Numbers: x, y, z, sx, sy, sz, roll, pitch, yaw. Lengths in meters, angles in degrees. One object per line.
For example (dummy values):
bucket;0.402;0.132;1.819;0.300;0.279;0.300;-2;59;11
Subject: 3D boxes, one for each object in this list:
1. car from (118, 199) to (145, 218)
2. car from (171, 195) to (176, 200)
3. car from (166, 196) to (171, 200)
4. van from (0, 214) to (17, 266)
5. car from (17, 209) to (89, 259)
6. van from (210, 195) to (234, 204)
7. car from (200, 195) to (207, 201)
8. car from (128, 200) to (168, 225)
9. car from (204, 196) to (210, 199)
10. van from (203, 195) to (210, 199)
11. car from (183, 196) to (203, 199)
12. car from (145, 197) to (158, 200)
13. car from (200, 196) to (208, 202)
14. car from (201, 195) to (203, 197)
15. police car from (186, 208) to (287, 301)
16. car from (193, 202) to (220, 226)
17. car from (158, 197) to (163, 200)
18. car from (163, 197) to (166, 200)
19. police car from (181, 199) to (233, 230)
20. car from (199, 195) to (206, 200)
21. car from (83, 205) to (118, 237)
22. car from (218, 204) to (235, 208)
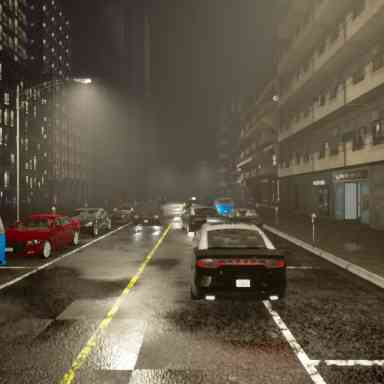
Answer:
car;-5.629;1.447;29.137;1.967;1.590;4.097;0;0;0
car;-5.479;1.662;95.411;1.947;1.339;4.313;0;0;0
car;-5.554;1.605;62.273;1.947;1.339;4.313;0;0;0
van;-5.679;1.341;7.044;1.690;1.788;3.998;0;0;0
car;-5.666;1.545;12.567;1.887;1.381;4.507;0;0;0
van;2.751;1.348;29.117;1.690;1.788;3.998;0;0;0
car;2.876;1.600;84.515;1.752;1.417;4.829;0;0;0
car;-3.046;1.552;24.709;2.033;1.411;5.357;0;0;0
car;2.777;1.561;40.162;1.887;1.381;4.507;0;0;0
van;2.789;1.363;45.684;1.690;1.788;3.998;0;0;0
car;0.132;1.621;44.272;1.895;1.301;4.718;0;0;1
car;-5.604;1.567;40.181;2.008;1.369;4.403;0;0;0
car;2.865;1.590;78.991;1.752;1.417;4.829;0;0;0
car;2.852;1.621;73.299;1.947;1.339;4.313;0;0;0
police car;0.918;1.425;8.514;1.930;1.638;5.238;0;0;0
car;0.954;1.530;24.405;1.812;1.442;4.674;0;0;0
car;-5.591;1.573;45.704;2.008;1.369;4.403;0;0;0
car;-5.579;1.467;51.228;1.967;1.590;4.097;0;0;0
police car;0.503;1.427;18.415;1.930;1.638;5.238;0;0;-8
car;2.901;1.641;95.391;1.887;1.381;4.507;0;0;0
car;-5.654;1.567;18.090;1.947;1.339;4.313;0;0;0
car;2.727;1.552;18.071;2.008;1.369;4.403;0;0;0
